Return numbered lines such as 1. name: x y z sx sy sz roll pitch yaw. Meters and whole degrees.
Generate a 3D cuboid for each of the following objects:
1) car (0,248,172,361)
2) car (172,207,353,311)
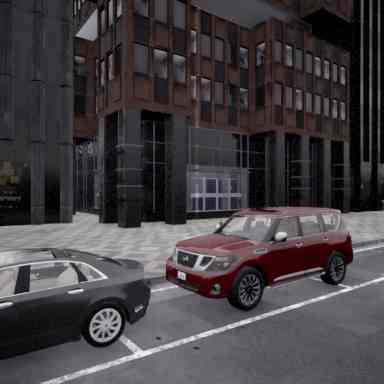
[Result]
1. car: -2.722 1.551 4.705 4.403 1.369 2.008 0 0 -35
2. car: 1.846 1.315 7.961 5.009 1.841 2.192 0 0 -35
